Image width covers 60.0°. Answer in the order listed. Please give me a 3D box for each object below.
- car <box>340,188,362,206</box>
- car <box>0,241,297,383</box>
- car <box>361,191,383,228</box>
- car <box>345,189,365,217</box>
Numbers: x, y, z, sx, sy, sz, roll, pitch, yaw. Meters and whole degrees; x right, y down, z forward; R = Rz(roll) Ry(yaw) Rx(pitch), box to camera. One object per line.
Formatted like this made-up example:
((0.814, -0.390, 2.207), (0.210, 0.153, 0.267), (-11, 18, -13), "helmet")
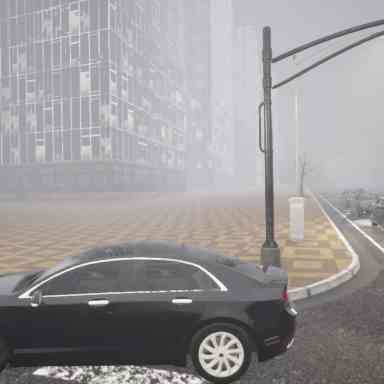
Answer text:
((13.112, 0.454, 26.740), (2.128, 1.511, 4.902), (-1, 2, 18), "car")
((-1.047, 1.505, 4.762), (4.892, 1.490, 1.837), (0, 0, 0), "car")
((9.054, 0.928, 14.386), (2.128, 1.511, 4.902), (-1, 2, 18), "car")
((11.110, 0.759, 20.678), (1.994, 1.385, 4.181), (-1, 2, 17), "car")
